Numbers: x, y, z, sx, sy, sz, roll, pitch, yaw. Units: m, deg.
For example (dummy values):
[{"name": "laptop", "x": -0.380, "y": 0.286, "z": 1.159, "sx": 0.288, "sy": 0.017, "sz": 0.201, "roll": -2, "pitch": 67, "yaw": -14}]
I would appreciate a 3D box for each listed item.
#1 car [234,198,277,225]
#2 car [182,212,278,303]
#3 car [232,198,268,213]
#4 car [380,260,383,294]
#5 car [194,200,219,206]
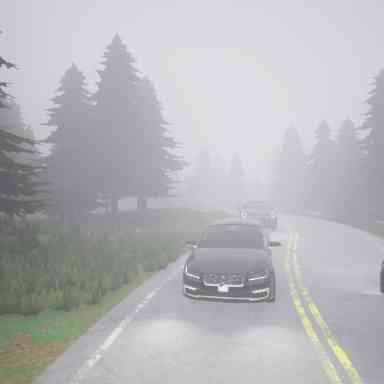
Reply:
[{"name": "car", "x": 3.851, "y": 1.271, "z": 20.357, "sx": 2.097, "sy": 1.767, "sz": 4.553, "roll": -1, "pitch": 0, "yaw": 5}, {"name": "car", "x": 1.080, "y": 1.496, "z": 8.400, "sx": 1.837, "sy": 1.490, "sz": 4.892, "roll": -1, "pitch": 0, "yaw": 12}, {"name": "car", "x": 6.159, "y": 1.411, "z": 35.729, "sx": 1.837, "sy": 1.490, "sz": 4.892, "roll": 2, "pitch": -1, "yaw": -16}, {"name": "car", "x": 4.488, "y": 1.309, "z": 4.634, "sx": 2.097, "sy": 1.767, "sz": 4.553, "roll": -1, "pitch": 0, "yaw": 8}, {"name": "car", "x": 1.864, "y": 1.799, "z": 44.849, "sx": 1.812, "sy": 1.442, "sz": 4.674, "roll": 3, "pitch": -5, "yaw": -35}]
